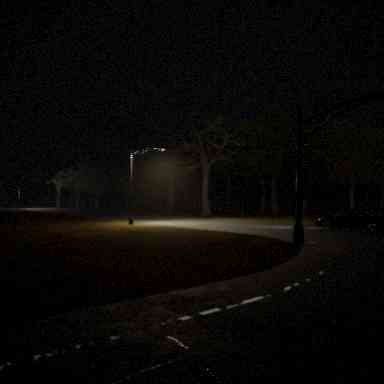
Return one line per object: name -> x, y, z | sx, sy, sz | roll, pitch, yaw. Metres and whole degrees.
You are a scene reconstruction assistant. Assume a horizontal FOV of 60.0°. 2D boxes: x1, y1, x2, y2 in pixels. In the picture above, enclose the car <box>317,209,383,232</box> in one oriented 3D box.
car -> 11.314, 1.954, 23.395 | 4.902, 1.511, 2.128 | -3, -2, 44
